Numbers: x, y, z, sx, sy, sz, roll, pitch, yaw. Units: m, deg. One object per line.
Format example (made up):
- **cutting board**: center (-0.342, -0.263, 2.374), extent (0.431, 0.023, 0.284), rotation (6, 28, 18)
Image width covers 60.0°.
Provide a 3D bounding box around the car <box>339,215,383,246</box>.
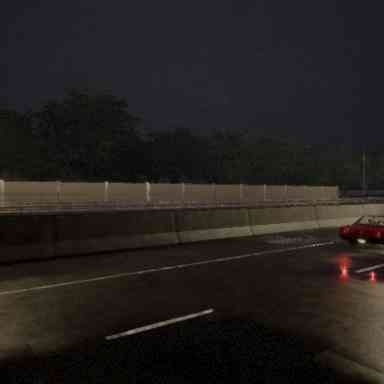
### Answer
- **car**: center (8.393, 1.622, 14.184), extent (4.718, 1.301, 1.895), rotation (0, 0, -36)
